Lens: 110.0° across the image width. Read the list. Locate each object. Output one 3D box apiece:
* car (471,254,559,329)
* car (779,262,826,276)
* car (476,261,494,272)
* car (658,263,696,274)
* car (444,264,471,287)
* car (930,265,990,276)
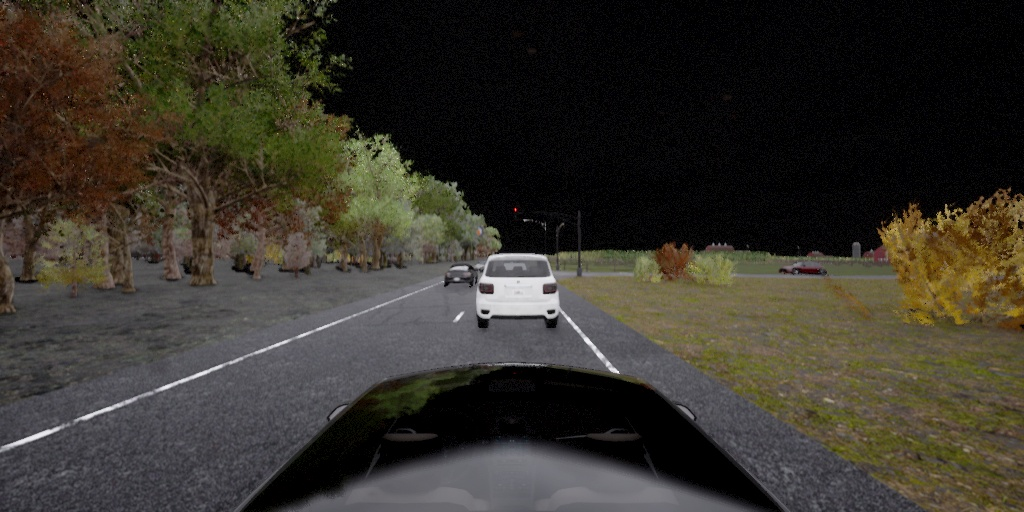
[{"bbox_3d":[0.129,0.954,11.297,2.150,2.045,5.566,0,0,0],"label":"car"},{"bbox_3d":[34.813,1.457,43.112,4.553,1.767,2.097,1,-1,1],"label":"car"},{"bbox_3d":[-3.298,1.271,44.508,1.895,1.301,4.718,0,0,0],"label":"car"},{"bbox_3d":[19.832,1.503,43.220,4.181,1.385,1.994,1,-1,0],"label":"car"},{"bbox_3d":[-3.347,1.236,24.051,1.812,1.442,4.674,0,0,0],"label":"car"},{"bbox_3d":[49.023,1.771,39.421,4.181,1.385,1.994,1,-1,0],"label":"car"}]
